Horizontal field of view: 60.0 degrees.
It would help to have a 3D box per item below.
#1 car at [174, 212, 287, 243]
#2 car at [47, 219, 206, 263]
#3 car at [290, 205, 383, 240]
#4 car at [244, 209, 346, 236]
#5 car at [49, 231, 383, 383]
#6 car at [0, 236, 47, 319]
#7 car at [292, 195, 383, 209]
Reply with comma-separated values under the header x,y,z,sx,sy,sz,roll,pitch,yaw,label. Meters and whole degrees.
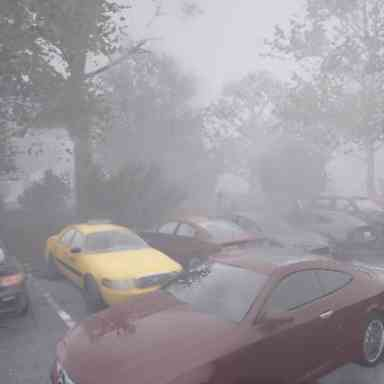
x,y,z,sx,sy,sz,roll,pitch,yaw,label
0.032,1.461,9.823,2.097,1.535,5.008,0,0,-35,car
-2.132,1.468,8.058,1.946,1.575,5.366,0,0,-35,car
4.547,1.471,13.085,2.163,1.488,4.792,0,0,-35,car
2.313,1.481,11.420,2.163,1.488,4.792,0,0,-35,car
0.751,1.516,4.202,4.674,1.442,1.812,0,0,-36,car
-4.507,1.520,6.591,2.002,1.452,4.674,0,0,-35,car
6.845,1.182,14.654,2.435,2.045,5.566,0,0,-36,car
